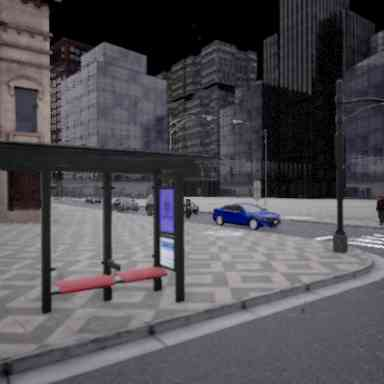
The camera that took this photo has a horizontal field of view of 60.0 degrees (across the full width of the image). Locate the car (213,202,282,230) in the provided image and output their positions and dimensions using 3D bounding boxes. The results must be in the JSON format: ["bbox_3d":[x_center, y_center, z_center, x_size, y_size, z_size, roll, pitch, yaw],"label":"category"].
[{"bbox_3d":[3.402,1.456,21.209,1.882,1.535,5.008,0,0,-35],"label":"car"}]

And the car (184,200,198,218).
[{"bbox_3d":[-2.164,1.172,29.449,2.150,2.045,5.566,0,0,-34],"label":"car"}]

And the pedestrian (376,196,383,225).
[{"bbox_3d":[11.594,1.091,20.233,0.375,1.860,0.375,0,0,-34],"label":"pedestrian"}]
